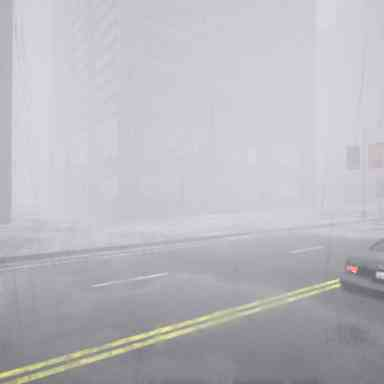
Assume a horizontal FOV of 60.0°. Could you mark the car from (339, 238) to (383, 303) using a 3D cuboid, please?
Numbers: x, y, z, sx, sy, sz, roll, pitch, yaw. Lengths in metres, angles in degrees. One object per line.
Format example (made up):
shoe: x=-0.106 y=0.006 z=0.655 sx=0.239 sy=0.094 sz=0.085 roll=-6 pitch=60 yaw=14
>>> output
car: x=5.398 y=1.504 z=7.292 sx=5.357 sy=1.411 sz=2.033 roll=0 pitch=0 yaw=-36
